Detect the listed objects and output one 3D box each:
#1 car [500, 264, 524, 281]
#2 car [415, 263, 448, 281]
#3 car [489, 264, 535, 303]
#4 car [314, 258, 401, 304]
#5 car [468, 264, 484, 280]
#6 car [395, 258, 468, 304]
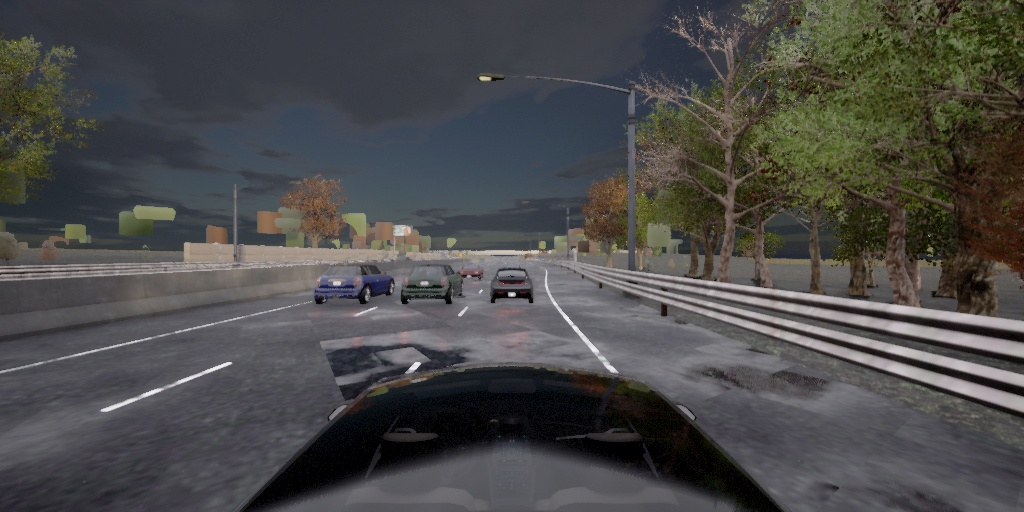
[{"bbox_3d":[0.000,1.376,31.531,1.895,1.301,4.718,0,0,0],"label":"car"},{"bbox_3d":[-7.000,1.331,31.501,1.994,1.385,4.181,0,0,0],"label":"car"},{"bbox_3d":[0.000,1.266,16.501,1.837,1.490,4.892,0,0,0],"label":"car"},{"bbox_3d":[-7.000,1.116,16.471,2.097,1.767,4.553,0,0,0],"label":"car"},{"bbox_3d":[-3.500,1.375,31.531,1.895,1.301,4.718,0,0,0],"label":"car"},{"bbox_3d":[-3.500,1.116,16.471,2.097,1.767,4.553,0,0,0],"label":"car"}]
